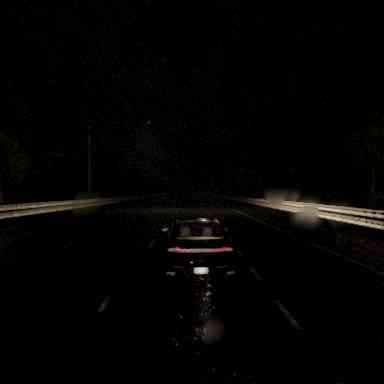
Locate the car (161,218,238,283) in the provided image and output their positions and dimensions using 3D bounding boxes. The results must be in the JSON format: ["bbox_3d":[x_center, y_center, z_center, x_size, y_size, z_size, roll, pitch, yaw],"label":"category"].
[{"bbox_3d":[0.130,1.490,9.672,2.128,1.511,4.902,0,0,-2],"label":"car"}]
